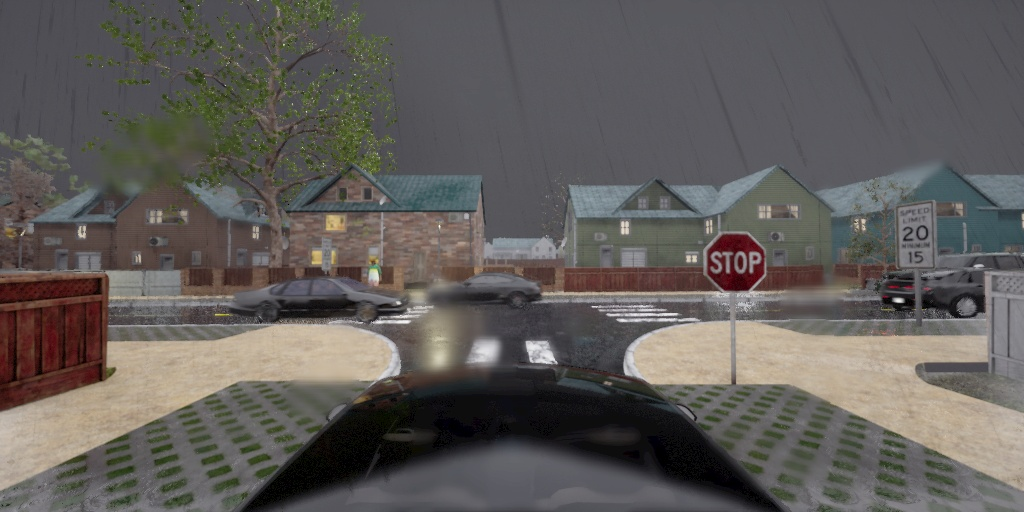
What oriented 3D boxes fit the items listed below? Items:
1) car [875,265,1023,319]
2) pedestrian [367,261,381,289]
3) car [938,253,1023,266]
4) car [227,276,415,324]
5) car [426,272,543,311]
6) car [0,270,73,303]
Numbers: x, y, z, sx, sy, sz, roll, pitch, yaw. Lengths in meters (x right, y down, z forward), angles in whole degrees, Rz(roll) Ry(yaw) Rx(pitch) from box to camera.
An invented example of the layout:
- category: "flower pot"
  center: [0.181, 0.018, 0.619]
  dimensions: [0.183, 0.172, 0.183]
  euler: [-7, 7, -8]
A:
- category: "car"
  center: [14.701, 1.140, 11.384]
  dimensions: [4.892, 1.490, 1.837]
  euler: [0, -1, 1]
- category: "pedestrian"
  center: [-6.768, 1.121, 17.457]
  dimensions: [0.375, 1.860, 0.375]
  euler: [0, -1, 1]
- category: "car"
  center: [18.039, 0.907, 14.310]
  dimensions: [5.566, 2.045, 2.150]
  euler: [0, -1, 1]
- category: "car"
  center: [-5.972, 1.367, 11.582]
  dimensions: [5.357, 1.411, 2.033]
  euler: [-1, -1, 1]
- category: "car"
  center: [-1.074, 1.379, 14.480]
  dimensions: [4.674, 1.442, 1.812]
  euler: [0, -1, 1]
- category: "car"
  center: [-20.330, 1.401, 14.671]
  dimensions: [4.553, 1.767, 2.097]
  euler: [-1, -1, 1]
